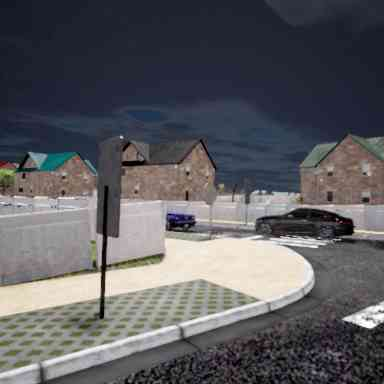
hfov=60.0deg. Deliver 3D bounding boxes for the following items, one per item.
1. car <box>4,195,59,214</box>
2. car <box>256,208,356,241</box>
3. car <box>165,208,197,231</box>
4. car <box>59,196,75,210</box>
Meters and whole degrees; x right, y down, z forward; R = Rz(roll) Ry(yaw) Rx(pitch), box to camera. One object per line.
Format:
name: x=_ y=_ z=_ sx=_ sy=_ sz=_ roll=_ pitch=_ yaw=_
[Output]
car: x=-13.026 y=1.032 z=26.440 sx=4.553 sy=1.767 sz=2.097 roll=0 pitch=-2 yaw=36
car: x=5.479 y=1.520 z=16.415 sx=4.674 sy=1.442 sz=1.812 roll=1 pitch=0 yaw=32
car: x=-2.060 y=1.404 z=18.431 sx=4.718 sy=1.301 sz=1.895 roll=1 pitch=-2 yaw=36
car: x=-12.411 y=1.126 z=29.552 sx=4.553 sy=1.767 sz=2.097 roll=1 pitch=-2 yaw=35
